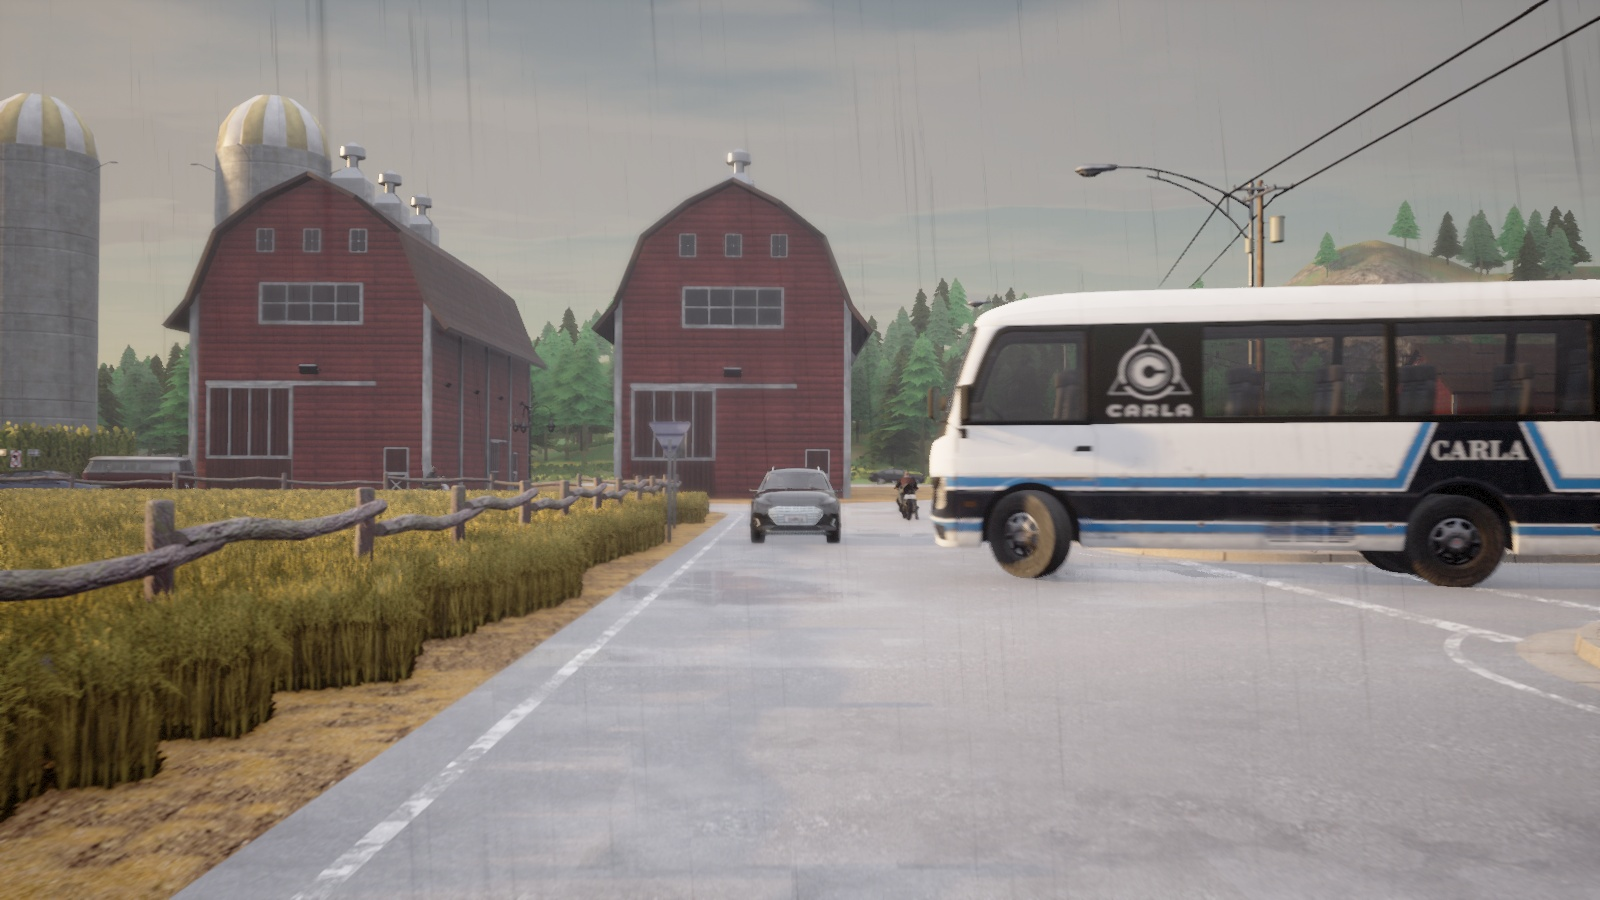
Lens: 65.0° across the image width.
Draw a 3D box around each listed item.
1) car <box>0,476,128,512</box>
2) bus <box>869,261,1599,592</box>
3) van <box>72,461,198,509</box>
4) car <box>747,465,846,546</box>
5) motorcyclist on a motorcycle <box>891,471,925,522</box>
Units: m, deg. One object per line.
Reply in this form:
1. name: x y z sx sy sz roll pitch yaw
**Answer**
1. car: -30.158 1.745 50.272 5.357 1.411 2.033 0 -1 -4
2. bus: 6.441 -0.303 18.885 10.273 4.253 3.944 -1 2 11
3. van: -28.430 1.497 53.800 4.442 1.987 1.775 0 -1 -3
4. car: -0.084 1.170 28.134 2.033 1.649 4.856 0 -1 0
5. motorcyclist on a motorcycle: 3.370 1.433 39.420 0.866 1.530 2.191 0 -1 0
